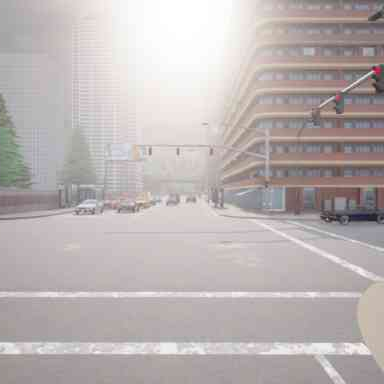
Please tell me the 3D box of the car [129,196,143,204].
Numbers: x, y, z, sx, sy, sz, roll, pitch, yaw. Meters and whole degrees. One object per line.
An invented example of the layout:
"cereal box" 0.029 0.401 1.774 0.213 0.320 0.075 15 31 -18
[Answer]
"car" -10.651 1.505 63.985 1.837 1.490 4.892 0 0 0

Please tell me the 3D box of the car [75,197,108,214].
"car" -10.658 1.526 34.893 1.812 1.442 4.674 0 0 2

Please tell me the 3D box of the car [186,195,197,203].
"car" -0.118 1.350 69.644 2.097 1.767 4.553 0 0 0

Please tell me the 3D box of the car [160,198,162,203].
"car" -7.138 1.526 66.773 1.812 1.442 4.674 0 0 0

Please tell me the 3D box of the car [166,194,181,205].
"car" -3.497 1.547 58.154 2.033 1.411 5.357 0 0 0

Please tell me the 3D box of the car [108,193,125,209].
"car" -10.672 1.352 43.839 2.097 1.767 4.553 0 0 0

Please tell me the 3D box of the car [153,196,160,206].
"car" -7.179 1.491 56.548 2.128 1.511 4.902 0 0 0

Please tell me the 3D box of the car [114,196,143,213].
"car" -7.148 1.526 37.730 1.812 1.442 4.674 0 0 0

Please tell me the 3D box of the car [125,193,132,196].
"car" -10.683 1.221 53.568 2.150 2.045 5.566 0 0 0

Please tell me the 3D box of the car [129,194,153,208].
"car" -7.177 1.477 47.069 1.882 1.535 5.008 0 0 0

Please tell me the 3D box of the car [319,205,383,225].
"car" 11.384 1.545 23.162 4.718 1.301 1.895 0 0 -13
